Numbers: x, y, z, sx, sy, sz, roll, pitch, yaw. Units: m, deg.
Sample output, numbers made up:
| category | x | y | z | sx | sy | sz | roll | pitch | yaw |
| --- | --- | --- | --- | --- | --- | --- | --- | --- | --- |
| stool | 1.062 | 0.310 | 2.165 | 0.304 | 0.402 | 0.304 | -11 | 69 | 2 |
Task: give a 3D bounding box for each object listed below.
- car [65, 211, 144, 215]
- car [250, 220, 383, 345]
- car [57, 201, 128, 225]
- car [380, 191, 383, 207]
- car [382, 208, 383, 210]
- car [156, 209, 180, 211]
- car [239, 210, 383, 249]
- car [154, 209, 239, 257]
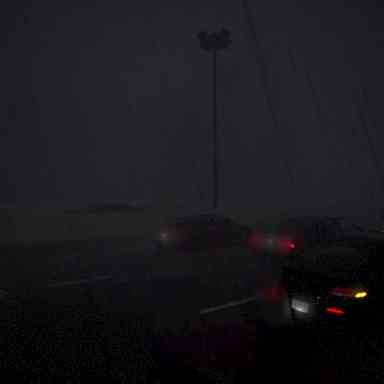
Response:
| category | x | y | z | sx | sy | sz | roll | pitch | yaw |
| --- | --- | --- | --- | --- | --- | --- | --- | --- | --- |
| car | -5.583 | 1.460 | 21.502 | 4.892 | 1.490 | 1.837 | 0 | 0 | -35 |
| car | 3.457 | 1.489 | 6.210 | 4.674 | 1.442 | 1.812 | 0 | 0 | -35 |
| car | -7.270 | 1.479 | 24.598 | 4.674 | 1.442 | 1.812 | 0 | 0 | -35 |
| car | 28.426 | 0.935 | 46.241 | 5.566 | 2.045 | 2.150 | 0 | 0 | -38 |
| car | 14.915 | 1.359 | 22.969 | 4.892 | 1.490 | 1.837 | 0 | 0 | -35 |
| car | -2.943 | 1.386 | 31.979 | 5.008 | 1.535 | 1.882 | 0 | 0 | -35 |
| car | 4.322 | 1.491 | 11.123 | 5.357 | 1.411 | 2.033 | 0 | 0 | -35 |
| car | 0.661 | 1.519 | 12.812 | 4.181 | 1.385 | 1.994 | 0 | 0 | -35 |
